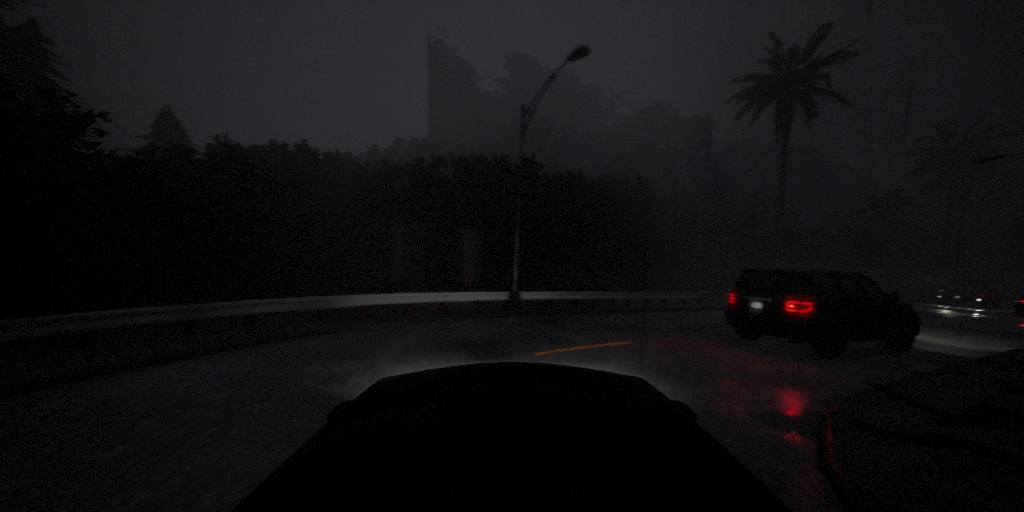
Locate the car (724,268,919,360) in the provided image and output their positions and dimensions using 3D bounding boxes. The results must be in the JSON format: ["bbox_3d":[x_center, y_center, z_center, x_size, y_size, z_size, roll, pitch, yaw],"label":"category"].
[{"bbox_3d":[8.400,1.408,9.730,5.566,2.045,2.150,3,0,-23],"label":"car"}]

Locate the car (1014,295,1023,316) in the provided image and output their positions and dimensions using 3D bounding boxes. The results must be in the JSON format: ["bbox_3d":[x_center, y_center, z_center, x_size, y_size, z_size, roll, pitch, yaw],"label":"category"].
[{"bbox_3d":[30.992,2.825,20.660,4.892,1.490,1.837,3,0,-26],"label":"car"}]

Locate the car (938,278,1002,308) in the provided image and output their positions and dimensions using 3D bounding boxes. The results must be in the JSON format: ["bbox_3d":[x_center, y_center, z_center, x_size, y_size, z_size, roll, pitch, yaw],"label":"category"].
[{"bbox_3d":[34.820,2.755,27.235,5.566,2.045,2.150,3,0,-26],"label":"car"}]
